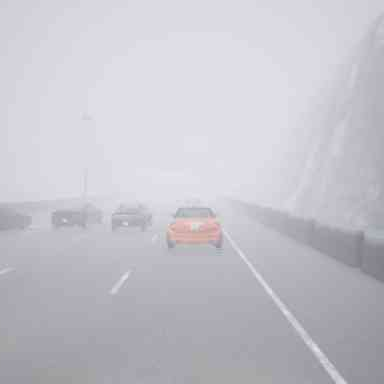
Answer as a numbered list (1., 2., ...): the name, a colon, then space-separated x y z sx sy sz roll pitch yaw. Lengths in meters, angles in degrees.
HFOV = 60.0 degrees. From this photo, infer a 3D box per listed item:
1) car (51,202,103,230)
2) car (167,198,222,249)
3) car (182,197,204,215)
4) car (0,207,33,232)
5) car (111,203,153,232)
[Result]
1. car: -6.905 1.368 20.519 1.882 1.535 5.008 0 1 0
2. car: 0.096 1.291 14.313 2.097 1.767 4.553 0 0 0
3. car: 0.093 1.304 32.506 2.033 1.411 5.357 0 1 0
4. car: -10.404 1.465 17.379 2.033 1.411 5.357 0 0 0
5. car: -3.404 1.391 19.542 2.128 1.511 4.902 0 1 0
